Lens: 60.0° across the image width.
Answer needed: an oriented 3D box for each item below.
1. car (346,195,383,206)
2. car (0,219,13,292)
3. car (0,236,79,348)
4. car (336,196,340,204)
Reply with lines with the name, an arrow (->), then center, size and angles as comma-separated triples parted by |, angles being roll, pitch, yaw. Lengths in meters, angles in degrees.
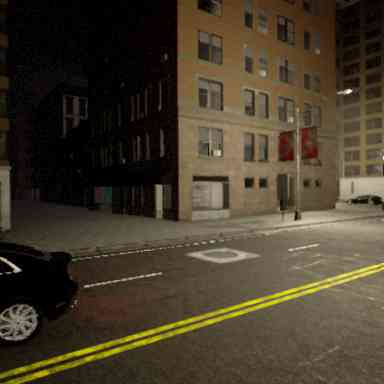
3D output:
car -> 21.991, 1.000, 42.503 | 1.947, 1.339, 4.313 | -1, 0, -35
car -> -6.638, 1.525, 6.933 | 4.892, 1.490, 1.837 | -1, 1, -36
car -> -4.165, 1.515, 4.705 | 4.892, 1.490, 1.837 | -1, 1, -36
car -> 18.719, 0.985, 47.125 | 2.008, 1.369, 4.403 | -1, 0, -35
